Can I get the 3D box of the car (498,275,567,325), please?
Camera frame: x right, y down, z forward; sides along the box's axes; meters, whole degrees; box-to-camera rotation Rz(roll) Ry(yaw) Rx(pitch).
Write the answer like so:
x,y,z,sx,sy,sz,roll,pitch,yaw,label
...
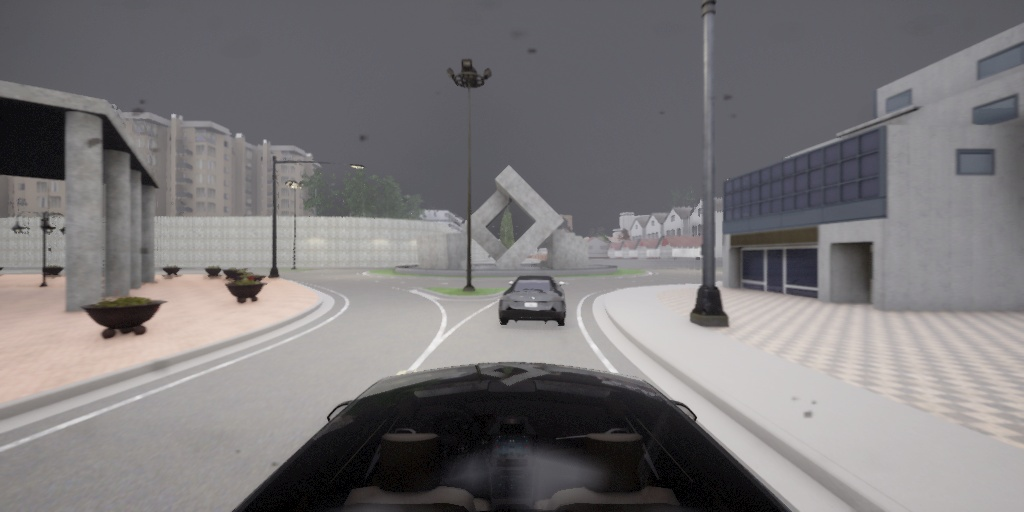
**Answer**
x,y,z,sx,sy,sz,roll,pitch,yaw,label
0.791,1.314,11.870,1.994,1.385,4.181,0,0,8,car
